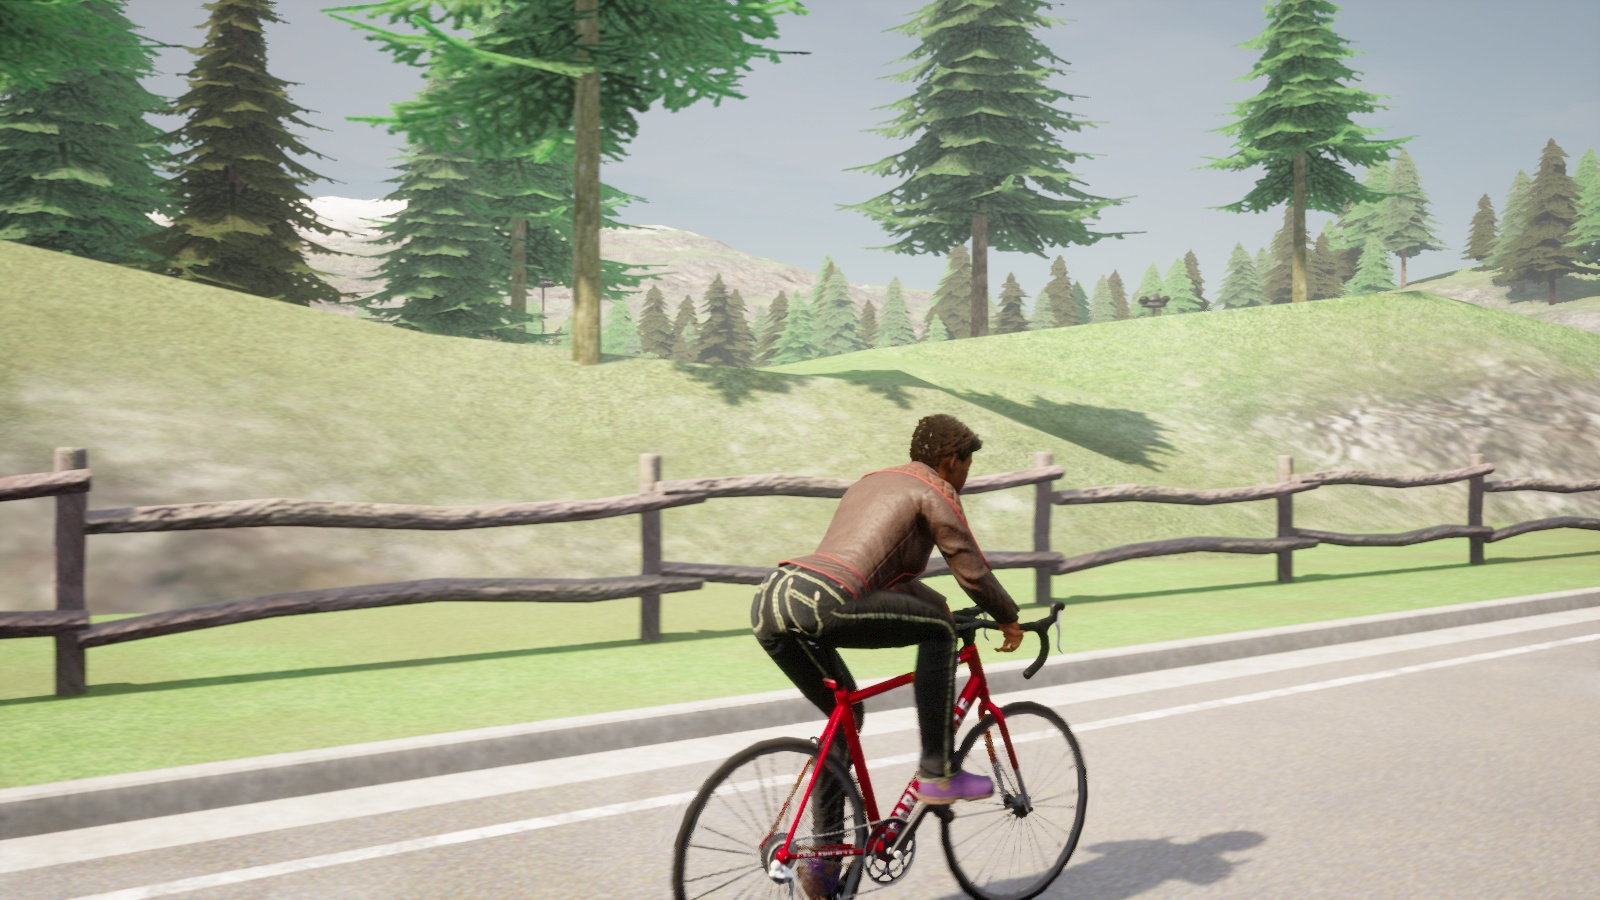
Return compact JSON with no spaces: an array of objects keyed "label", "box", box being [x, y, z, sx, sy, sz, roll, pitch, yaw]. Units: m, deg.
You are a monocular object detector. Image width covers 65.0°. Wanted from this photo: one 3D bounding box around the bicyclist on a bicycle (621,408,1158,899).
[{"label":"bicyclist on a bicycle","box":[0.328,0.709,3.887,1.656,1.620,0.582,0,0,-35]}]
